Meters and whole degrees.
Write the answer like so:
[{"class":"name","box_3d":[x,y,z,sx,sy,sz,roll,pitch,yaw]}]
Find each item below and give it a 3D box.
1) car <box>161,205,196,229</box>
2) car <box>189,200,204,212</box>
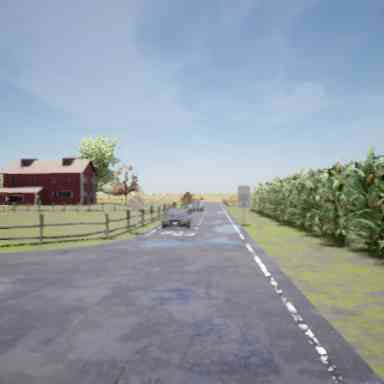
[{"class":"car","box_3d":[-1.007,1.911,24.186,1.994,1.385,4.181,-1,-1,4]},{"class":"car","box_3d":[0.642,1.973,48.998,2.097,1.767,4.553,-1,-1,4]}]
